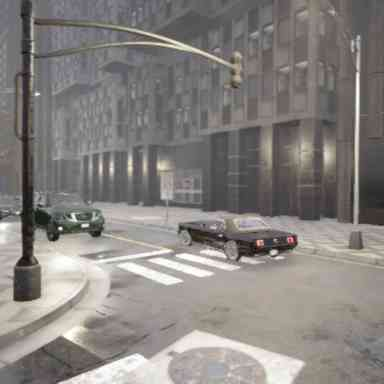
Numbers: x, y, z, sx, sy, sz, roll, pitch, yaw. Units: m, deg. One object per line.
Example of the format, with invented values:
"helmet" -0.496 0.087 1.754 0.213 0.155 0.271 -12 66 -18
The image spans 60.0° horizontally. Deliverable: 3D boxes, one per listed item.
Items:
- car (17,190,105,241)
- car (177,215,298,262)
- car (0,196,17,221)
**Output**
"car" -6.131 0.958 15.513 2.150 2.045 5.566 0 1 -41
"car" 1.281 1.454 11.709 1.895 1.301 4.718 0 1 -31
"car" -12.726 1.079 23.023 1.837 1.490 4.892 0 1 -41
